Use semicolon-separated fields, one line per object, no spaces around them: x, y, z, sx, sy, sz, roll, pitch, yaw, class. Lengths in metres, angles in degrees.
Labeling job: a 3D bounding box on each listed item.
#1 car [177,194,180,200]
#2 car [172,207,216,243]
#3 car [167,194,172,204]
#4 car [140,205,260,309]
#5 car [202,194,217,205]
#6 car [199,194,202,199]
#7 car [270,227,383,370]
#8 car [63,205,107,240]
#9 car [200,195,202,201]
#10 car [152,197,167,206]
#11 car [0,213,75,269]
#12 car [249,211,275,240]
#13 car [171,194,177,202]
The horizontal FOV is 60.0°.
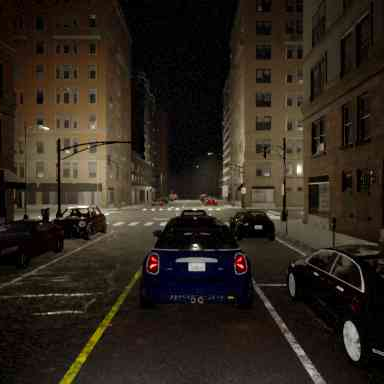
-5.319;1.456;91.525;2.192;1.841;5.009;0;0;0;car
0.094;1.565;16.941;1.994;1.385;4.181;0;0;0;car
-5.440;1.606;64.481;2.008;1.369;4.403;0;0;0;car
0.099;1.352;8.030;2.097;1.767;4.553;0;0;0;car
3.034;1.475;53.628;1.967;1.590;4.097;0;0;0;car
3.133;1.523;75.264;1.967;1.590;4.097;0;0;0;car
2.869;1.551;5.536;2.008;1.369;4.403;0;0;0;car
-5.626;1.441;16.562;1.967;1.590;4.097;0;0;0;car
3.084;1.606;64.446;2.008;1.369;4.403;0;0;0;car
-5.490;1.617;53.665;1.802;1.307;4.206;0;0;0;car
-5.641;1.582;11.061;1.802;1.307;4.206;0;0;0;car
2.899;1.566;16.538;1.947;1.339;4.313;0;0;0;car
-5.368;1.625;80.537;1.752;1.417;4.829;0;0;0;car
